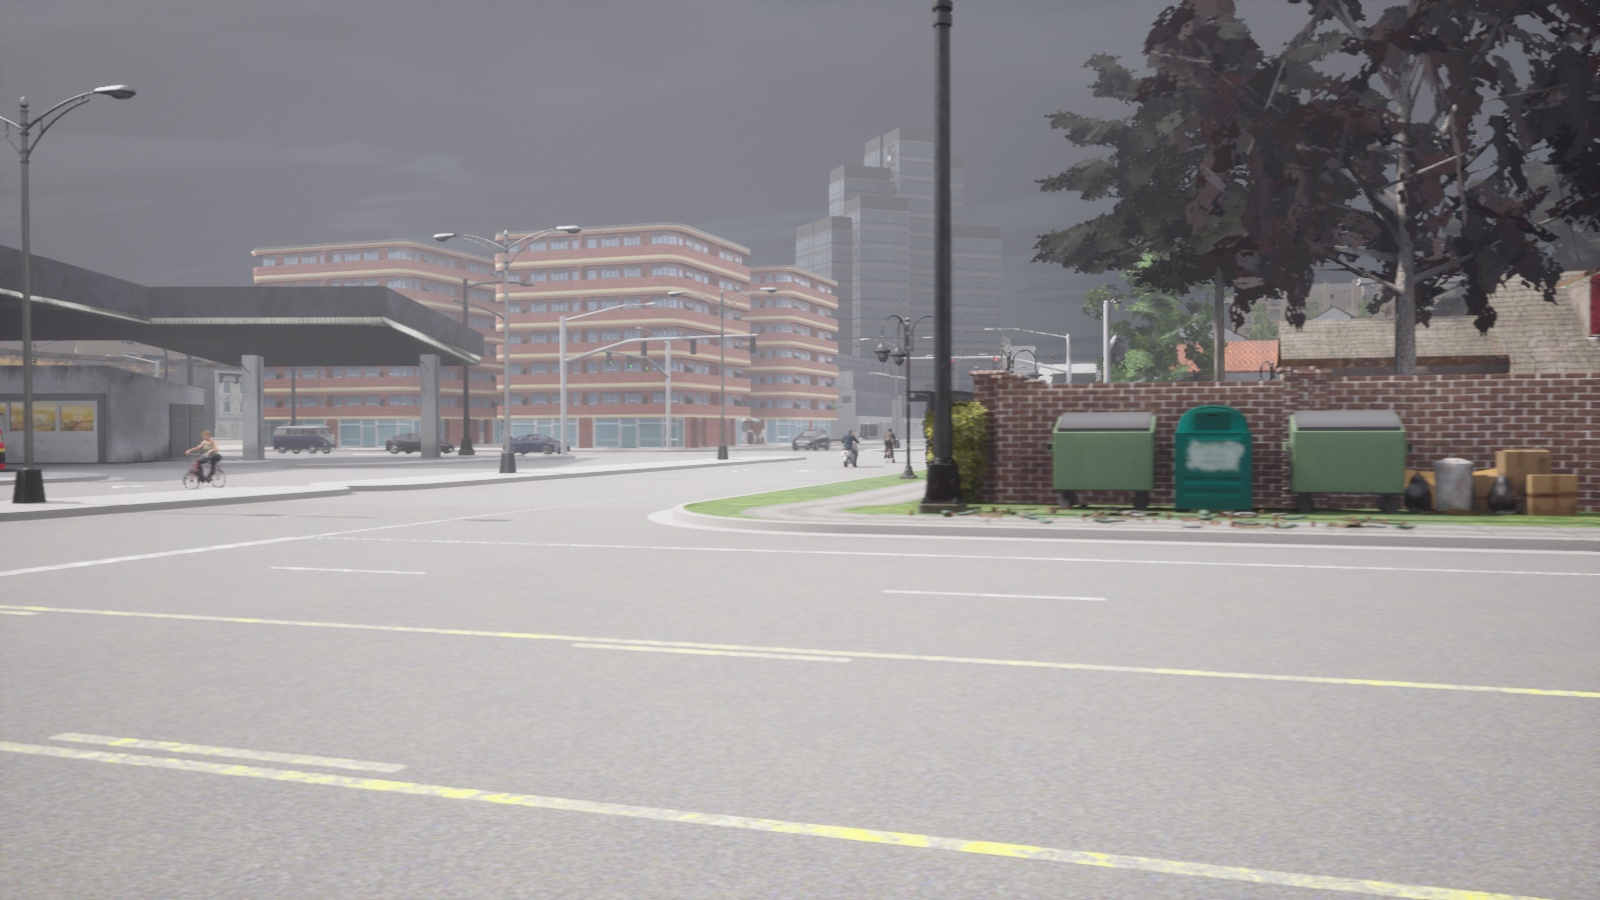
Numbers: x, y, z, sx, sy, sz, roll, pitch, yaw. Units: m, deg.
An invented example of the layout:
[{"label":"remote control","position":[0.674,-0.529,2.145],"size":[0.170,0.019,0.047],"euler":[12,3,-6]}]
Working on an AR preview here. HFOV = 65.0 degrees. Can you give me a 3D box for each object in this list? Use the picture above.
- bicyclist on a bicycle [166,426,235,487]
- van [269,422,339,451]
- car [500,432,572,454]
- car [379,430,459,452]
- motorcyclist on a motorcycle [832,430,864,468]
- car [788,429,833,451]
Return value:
[{"label":"bicyclist on a bicycle","position":[-16.277,0.156,34.115],"size":[0.866,1.612,1.509],"euler":[1,2,18]},{"label":"van","position":[-34.733,-0.960,87.941],"size":[4.442,1.987,1.775],"euler":[1,1,17]},{"label":"car","position":[-17.287,-0.494,82.420],"size":[4.181,1.385,1.994],"euler":[0,1,16]},{"label":"car","position":[-25.843,-0.634,85.149],"size":[4.792,1.488,2.163],"euler":[1,1,17]},{"label":"motorcyclist on a motorcycle","position":[2.033,-0.056,52.710],"size":[0.866,1.590,1.817],"euler":[1,1,18]},{"label":"car","position":[0.847,-0.790,96.684],"size":[2.033,1.649,4.856],"euler":[1,1,18]}]
